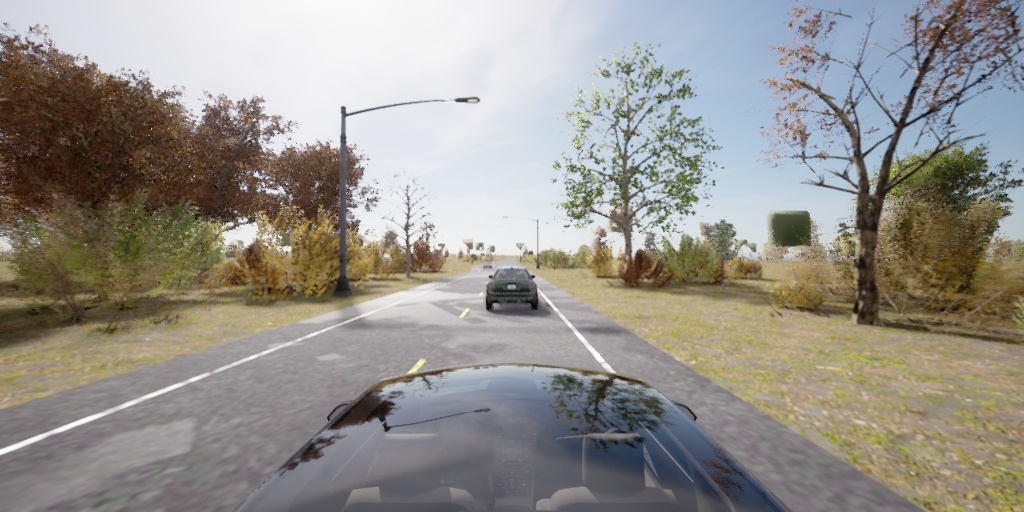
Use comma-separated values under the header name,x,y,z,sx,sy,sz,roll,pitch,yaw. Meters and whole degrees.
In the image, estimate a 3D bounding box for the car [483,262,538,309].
name,x,y,z,sx,sy,sz,roll,pitch,yaw
car,-0.008,1.240,15.933,2.097,1.767,4.553,0,-1,0
